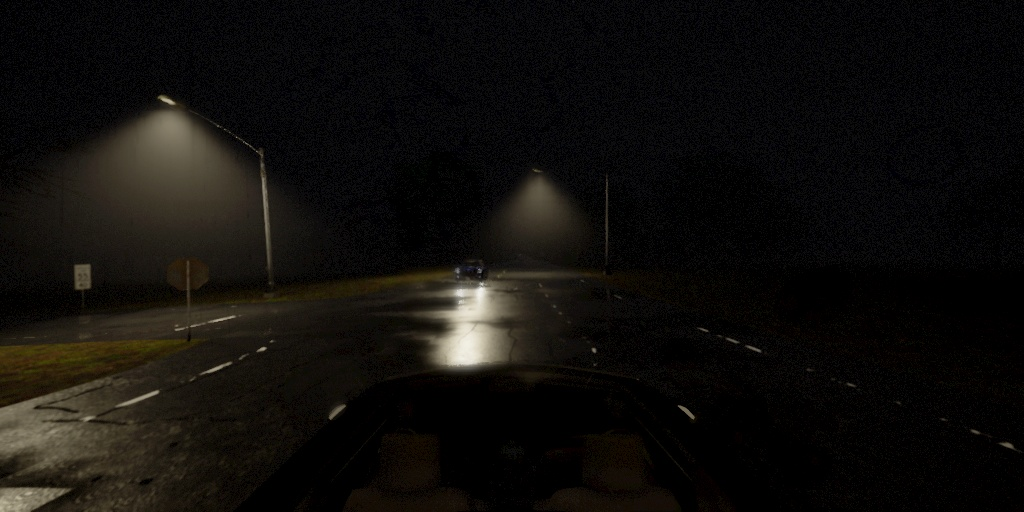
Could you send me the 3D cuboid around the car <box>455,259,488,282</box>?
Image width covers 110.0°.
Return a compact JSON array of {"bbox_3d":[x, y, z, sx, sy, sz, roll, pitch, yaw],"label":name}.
[{"bbox_3d":[-3.154,1.083,28.599,2.097,1.767,4.553,0,1,2],"label":"car"}]
